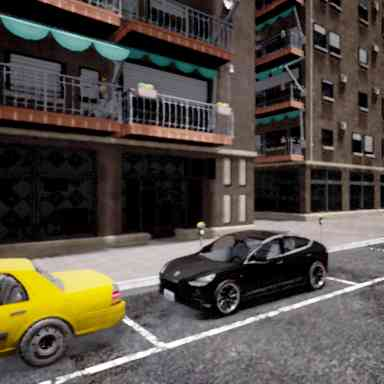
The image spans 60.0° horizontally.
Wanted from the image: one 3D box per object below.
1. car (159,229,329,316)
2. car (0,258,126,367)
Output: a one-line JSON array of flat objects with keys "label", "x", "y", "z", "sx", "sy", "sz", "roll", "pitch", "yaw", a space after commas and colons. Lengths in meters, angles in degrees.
[{"label": "car", "x": 1.343, "y": 1.566, "z": 7.516, "sx": 4.313, "sy": 1.339, "sz": 1.947, "roll": 0, "pitch": 0, "yaw": -36}, {"label": "car", "x": -3.291, "y": 1.526, "z": 4.209, "sx": 4.829, "sy": 1.417, "sz": 1.752, "roll": 0, "pitch": 0, "yaw": -36}]
